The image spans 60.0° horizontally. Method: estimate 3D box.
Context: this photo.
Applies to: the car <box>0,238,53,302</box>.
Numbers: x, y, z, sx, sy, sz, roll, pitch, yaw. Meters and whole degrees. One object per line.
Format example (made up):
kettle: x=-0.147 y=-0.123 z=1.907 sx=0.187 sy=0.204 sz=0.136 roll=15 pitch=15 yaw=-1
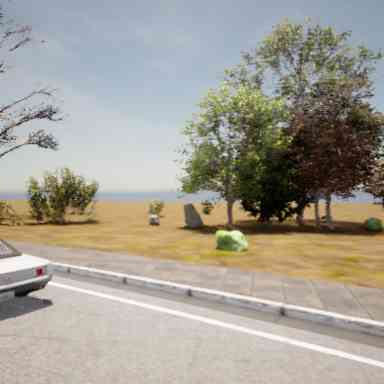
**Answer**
car: x=-5.255 y=1.604 z=7.168 sx=4.718 sy=1.301 sz=1.895 roll=0 pitch=0 yaw=31
